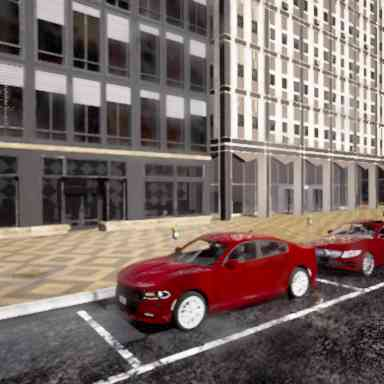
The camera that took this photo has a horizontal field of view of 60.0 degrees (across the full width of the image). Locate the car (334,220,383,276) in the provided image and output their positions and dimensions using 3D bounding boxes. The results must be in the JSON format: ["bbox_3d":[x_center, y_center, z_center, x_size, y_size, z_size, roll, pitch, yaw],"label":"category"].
[{"bbox_3d":[5.194,1.518,10.026,4.206,1.307,1.802,0,0,-36],"label":"car"}]

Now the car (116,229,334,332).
[{"bbox_3d":[0.691,1.517,6.780,4.507,1.381,1.887,0,0,-36],"label":"car"}]
